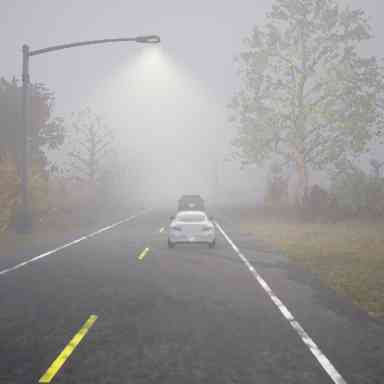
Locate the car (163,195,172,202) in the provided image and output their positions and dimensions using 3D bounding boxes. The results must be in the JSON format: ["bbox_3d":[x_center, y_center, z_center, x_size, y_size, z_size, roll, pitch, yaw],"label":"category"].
[{"bbox_3d":[-5.673,1.439,77.231,1.837,1.490,4.892,0,0,-8],"label":"car"}]

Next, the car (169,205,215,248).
[{"bbox_3d":[-0.017,1.531,14.655,1.812,1.442,4.674,0,0,0],"label":"car"}]

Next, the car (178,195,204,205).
[{"bbox_3d":[-0.078,1.256,29.689,2.150,2.045,5.566,0,0,0],"label":"car"}]
